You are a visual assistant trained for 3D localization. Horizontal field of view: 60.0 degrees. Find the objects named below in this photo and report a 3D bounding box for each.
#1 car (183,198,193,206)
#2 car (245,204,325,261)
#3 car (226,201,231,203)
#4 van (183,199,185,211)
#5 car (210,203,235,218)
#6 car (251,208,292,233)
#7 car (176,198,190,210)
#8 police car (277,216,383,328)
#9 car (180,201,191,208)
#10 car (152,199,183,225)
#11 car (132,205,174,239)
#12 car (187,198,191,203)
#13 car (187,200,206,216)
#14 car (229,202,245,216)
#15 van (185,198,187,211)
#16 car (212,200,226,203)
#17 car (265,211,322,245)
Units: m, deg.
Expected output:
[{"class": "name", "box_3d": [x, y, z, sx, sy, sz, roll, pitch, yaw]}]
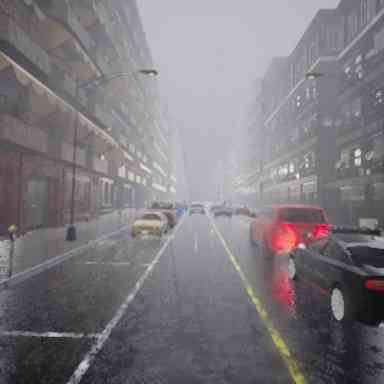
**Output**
[{"class": "car", "box_3d": [-1.034, 2.546, 85.470, 2.192, 1.841, 5.009, 3, -1, 1]}, {"class": "car", "box_3d": [3.742, 1.499, 13.529, 2.150, 2.045, 5.566, 1, -1, 1]}, {"class": "car", "box_3d": [6.110, 2.344, 46.554, 1.887, 1.381, 4.507, 3, -1, 1]}, {"class": "van", "box_3d": [-1.961, 1.770, 35.710, 1.690, 1.788, 3.998, 3, -1, 1]}, {"class": "car", "box_3d": [3.386, 2.190, 37.151, 1.895, 1.301, 4.718, 1, -1, 2]}, {"class": "car", "box_3d": [5.696, 2.023, 24.438, 2.008, 1.369, 4.403, 3, -1, 1]}, {"class": "car", "box_3d": [-1.548, 2.085, 57.826, 2.192, 1.841, 5.009, 3, -1, 1]}, {"class": "police car", "box_3d": [3.625, 1.618, 7.604, 1.930, 1.638, 5.238, 1, -1, 1]}, {"class": "car", "box_3d": [-1.354, 2.514, 68.882, 1.947, 1.339, 4.313, 3, -1, 1]}, {"class": "car", "box_3d": [-2.166, 1.585, 24.655, 2.192, 1.841, 5.009, 3, -1, 1]}, {"class": "car", "box_3d": [-2.284, 1.715, 18.952, 1.752, 1.417, 4.829, 3, -1, 1]}, {"class": "car", "box_3d": [-1.651, 1.998, 52.298, 2.192, 1.841, 5.009, 3, -1, 1]}, {"class": "car", "box_3d": [0.648, 2.082, 39.778, 1.812, 1.442, 4.674, 1, -1, 1]}, {"class": "car", "box_3d": [6.006, 2.260, 41.026, 1.887, 1.381, 4.507, 3, -1, 1]}, {"class": "van", "box_3d": [-1.859, 1.853, 41.240, 1.690, 1.788, 3.998, 3, -1, 1]}, {"class": "car", "box_3d": [3.560, 2.285, 48.305, 1.812, 1.442, 4.674, 1, -1, 1]}, {"class": "car", "box_3d": [5.593, 1.940, 18.908, 1.887, 1.381, 4.507, 3, -1, 1]}]
